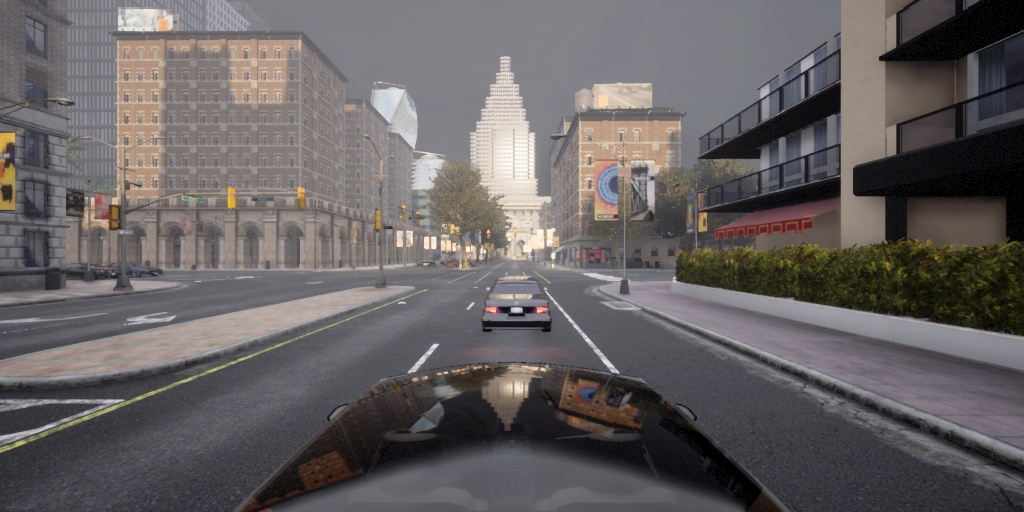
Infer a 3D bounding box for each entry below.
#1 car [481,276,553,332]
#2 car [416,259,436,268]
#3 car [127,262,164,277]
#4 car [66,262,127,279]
[{"bbox_3d":[0.144,1.297,10.812,2.033,1.411,5.357,0,0,1],"label":"car"},{"bbox_3d":[-14.525,1.241,62.452,2.128,1.511,4.902,0,0,1],"label":"car"},{"bbox_3d":[-37.008,1.297,34.629,5.357,1.411,2.033,0,0,0],"label":"car"},{"bbox_3d":[-36.943,1.276,31.137,4.674,1.442,1.812,0,0,0],"label":"car"}]
